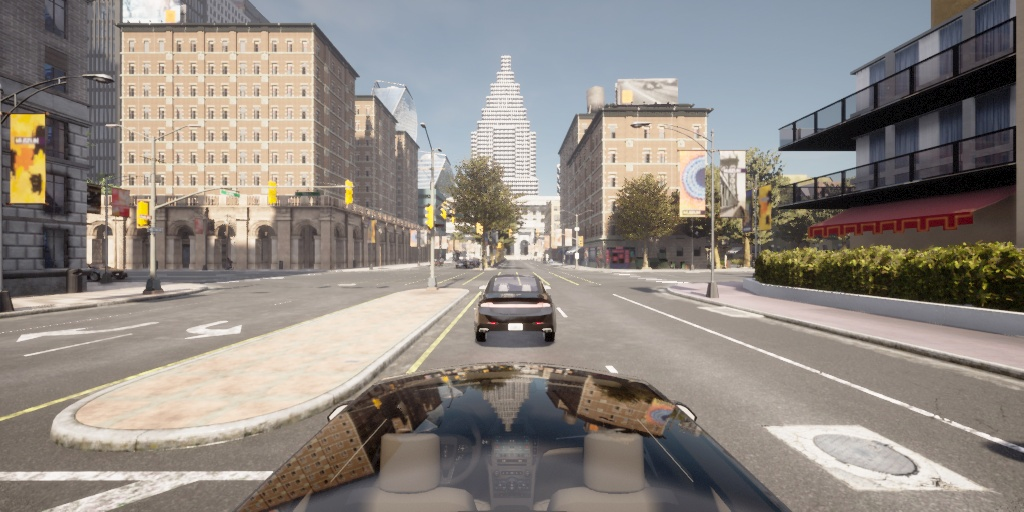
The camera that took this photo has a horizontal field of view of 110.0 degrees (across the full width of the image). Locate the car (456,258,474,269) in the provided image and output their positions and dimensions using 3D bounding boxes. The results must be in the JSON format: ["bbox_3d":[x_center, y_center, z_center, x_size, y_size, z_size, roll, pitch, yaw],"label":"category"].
[{"bbox_3d":[-8.002,1.241,58.527,2.128,1.511,4.902,0,0,0],"label":"car"}]

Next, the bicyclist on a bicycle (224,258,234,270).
[{"bbox_3d":[-37.237,1.050,47.188,0.582,1.620,1.656,0,0,0],"label":"bicyclist on a bicycle"}]

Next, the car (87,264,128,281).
[{"bbox_3d":[-34.159,1.314,29.234,4.181,1.385,1.994,0,0,0],"label":"car"}]

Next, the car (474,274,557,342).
[{"bbox_3d":[0.082,1.242,9.778,2.128,1.511,4.902,0,0,0],"label":"car"}]
